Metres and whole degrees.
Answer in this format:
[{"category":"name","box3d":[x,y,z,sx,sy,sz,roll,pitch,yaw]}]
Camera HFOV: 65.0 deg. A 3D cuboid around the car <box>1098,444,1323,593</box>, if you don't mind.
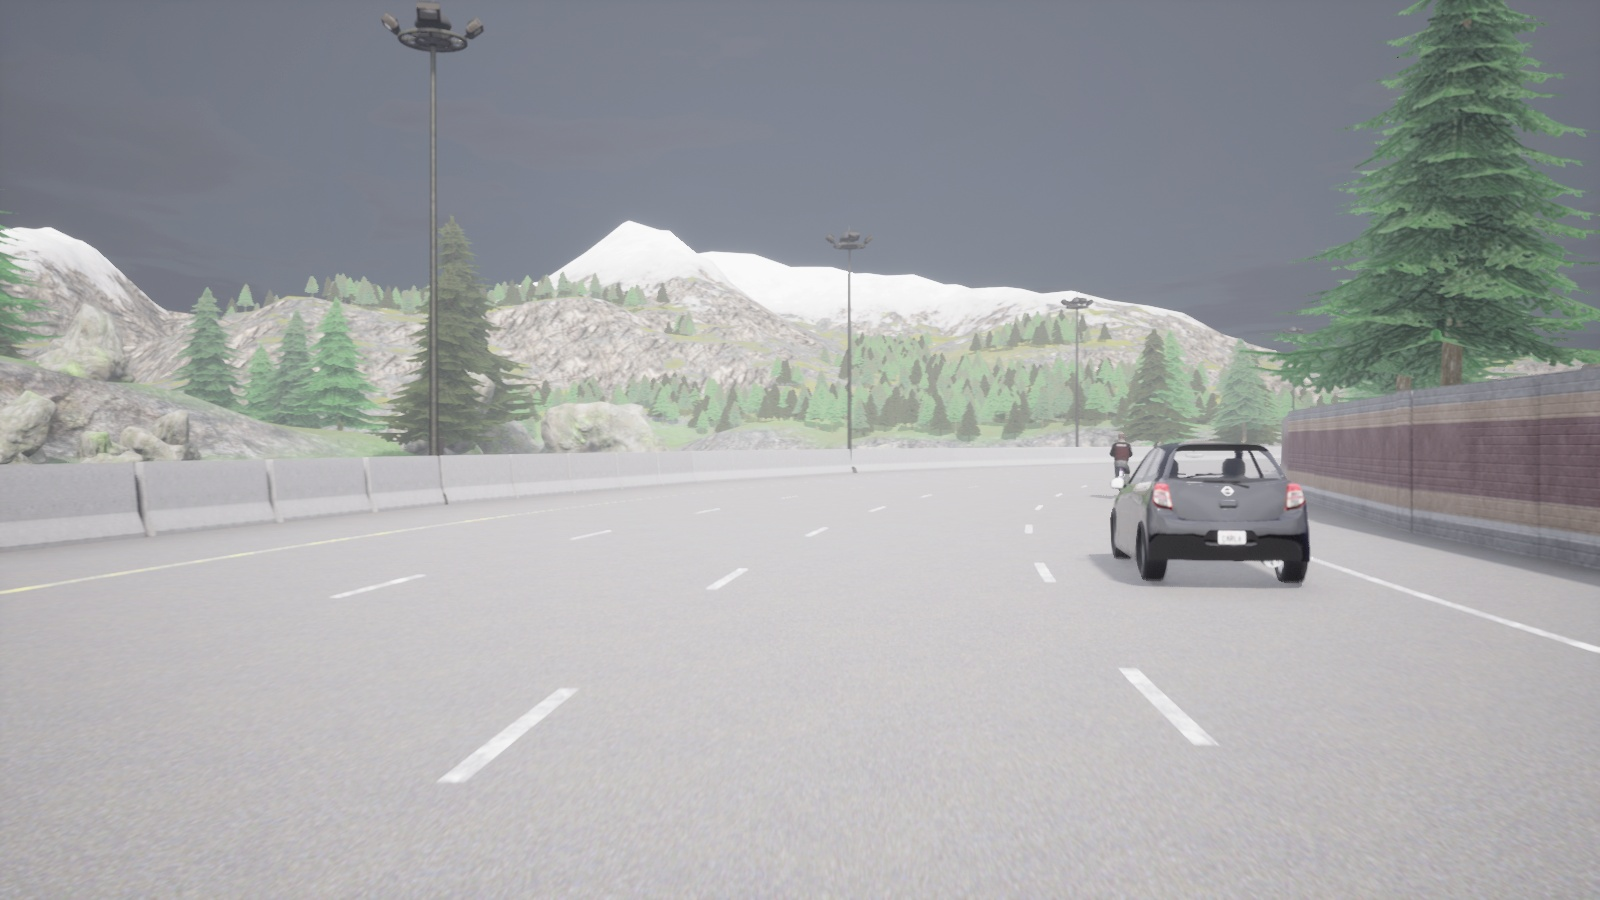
[{"category":"car","box3d":[4.614,0.683,14.626,1.845,1.501,3.633,0,0,7]}]
